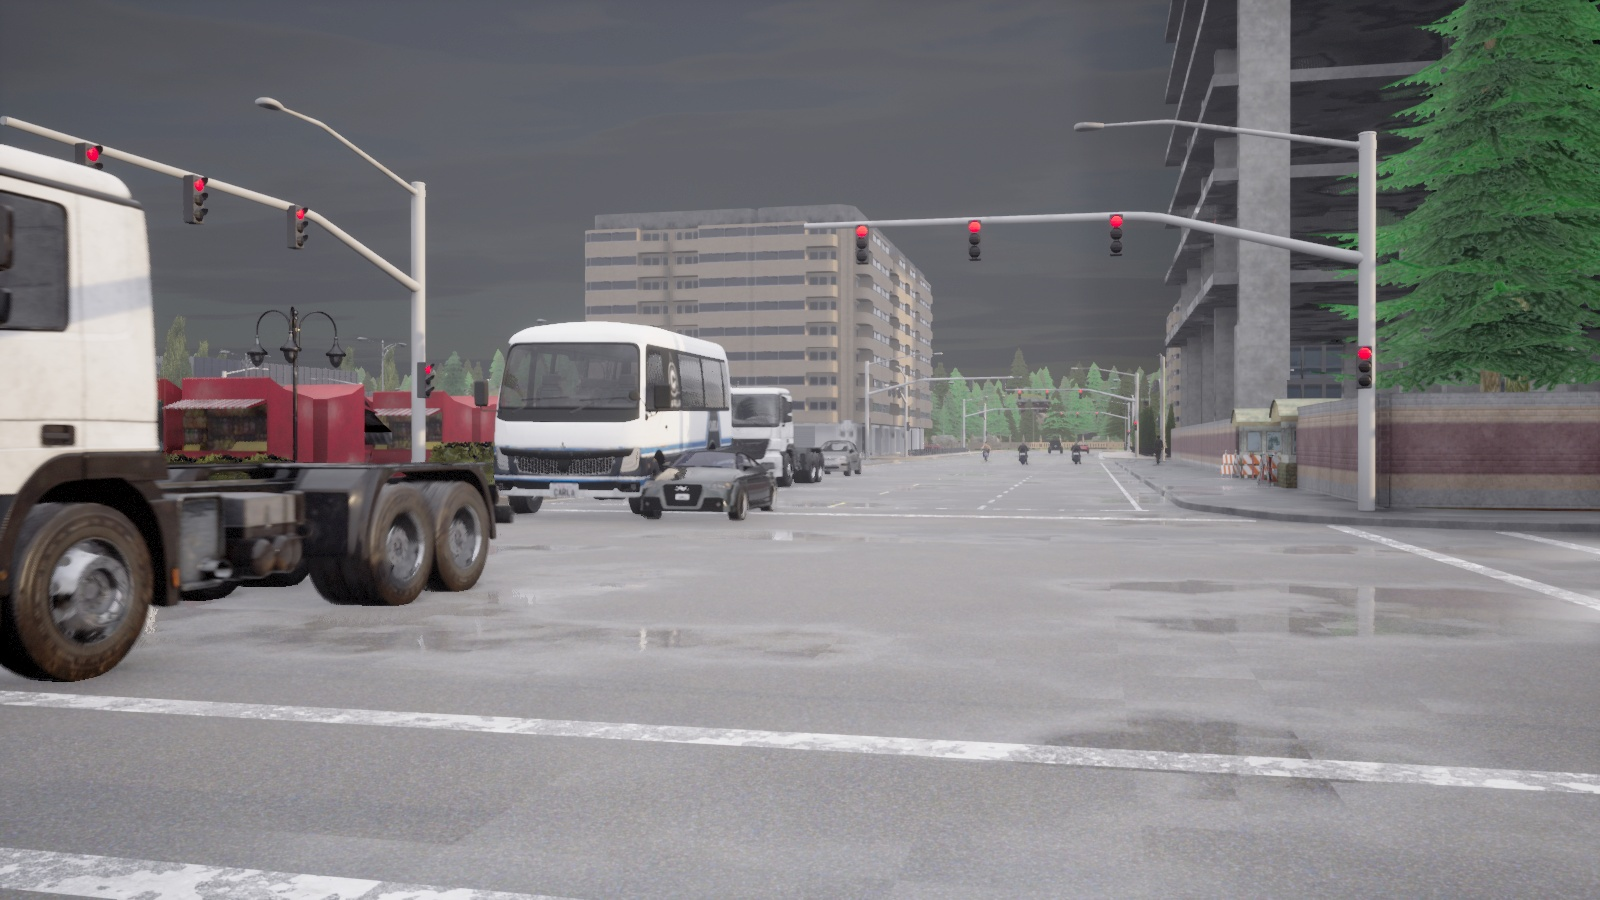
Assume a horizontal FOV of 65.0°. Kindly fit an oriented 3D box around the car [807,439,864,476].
[{"bbox_3d":[1.651,0.322,57.359,1.851,1.617,3.988,0,0,13],"label":"car"}]

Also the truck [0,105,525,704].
[{"bbox_3d":[-5.369,-0.270,10.515,2.891,3.462,7.936,0,0,13],"label":"truck"}]

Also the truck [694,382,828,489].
[{"bbox_3d":[-1.196,-0.490,44.782,2.891,3.462,7.936,0,0,13],"label":"truck"}]

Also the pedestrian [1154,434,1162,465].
[{"bbox_3d":[22.356,-0.019,78.323,0.395,1.930,0.692,0,0,9],"label":"pedestrian"}]

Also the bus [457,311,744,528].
[{"bbox_3d":[-4.204,-0.784,29.947,3.944,4.253,10.273,1,2,8],"label":"bus"}]

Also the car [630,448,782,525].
[{"bbox_3d":[-1.834,0.689,26.088,1.994,1.385,4.181,0,1,13],"label":"car"}]
